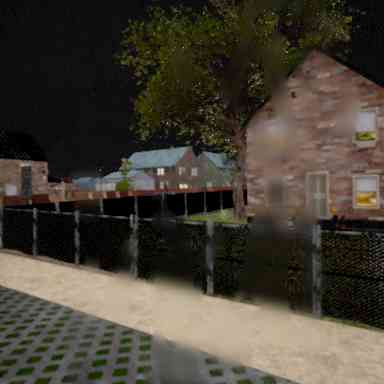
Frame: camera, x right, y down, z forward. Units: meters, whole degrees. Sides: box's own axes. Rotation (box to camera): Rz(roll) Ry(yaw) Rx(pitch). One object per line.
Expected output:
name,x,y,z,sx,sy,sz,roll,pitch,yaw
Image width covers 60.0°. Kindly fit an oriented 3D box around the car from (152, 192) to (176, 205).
car,-2.927,0.677,32.742,2.033,1.411,5.357,-1,2,36
